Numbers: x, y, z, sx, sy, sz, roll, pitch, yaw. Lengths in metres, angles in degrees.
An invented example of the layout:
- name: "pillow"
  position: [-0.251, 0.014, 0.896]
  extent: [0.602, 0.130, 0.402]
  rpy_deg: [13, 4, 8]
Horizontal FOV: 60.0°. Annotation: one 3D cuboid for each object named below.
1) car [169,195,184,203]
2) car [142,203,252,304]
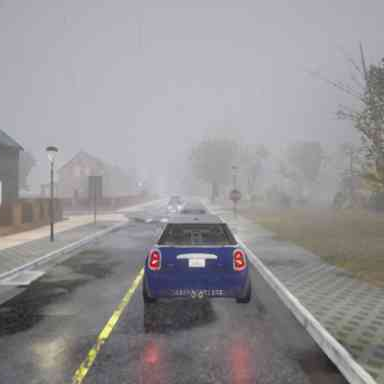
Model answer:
- name: "car"
  position: [-2.674, 1.375, 53.362]
  extent: [1.812, 1.442, 4.674]
  rpy_deg: [0, 0, 0]
- name: "car"
  position: [0.103, 1.317, 8.245]
  extent: [2.097, 1.767, 4.553]
  rpy_deg: [0, 0, 0]
